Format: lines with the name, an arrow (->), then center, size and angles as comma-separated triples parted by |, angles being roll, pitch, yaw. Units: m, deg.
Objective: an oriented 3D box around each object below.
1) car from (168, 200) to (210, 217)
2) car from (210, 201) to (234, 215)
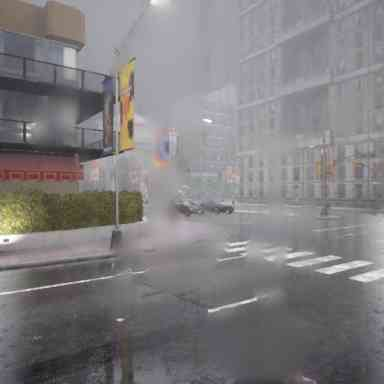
car -> -0.647, 1.526, 32.065 | 1.812, 1.442, 4.674 | 0, 0, -35
car -> 2.204, 1.601, 34.094 | 1.895, 1.301, 4.718 | 0, 0, -35
